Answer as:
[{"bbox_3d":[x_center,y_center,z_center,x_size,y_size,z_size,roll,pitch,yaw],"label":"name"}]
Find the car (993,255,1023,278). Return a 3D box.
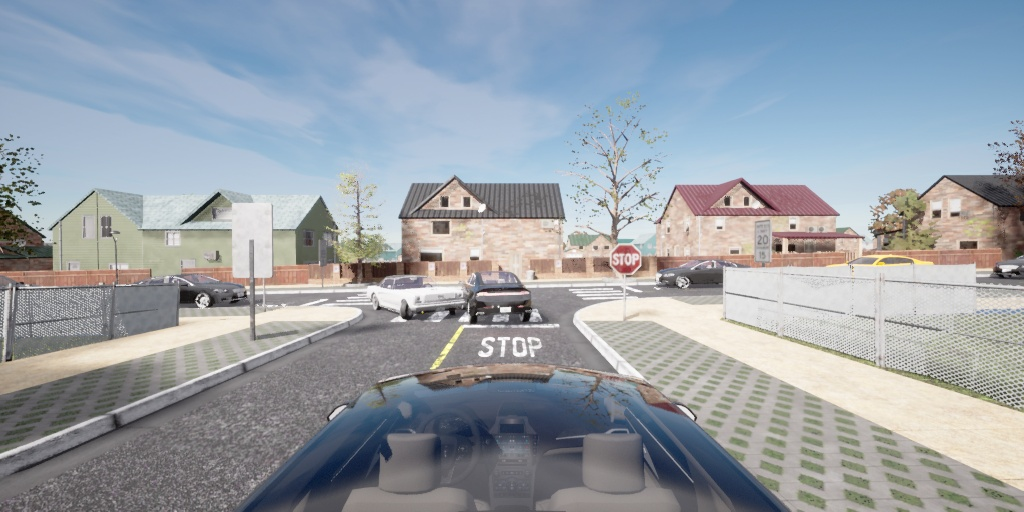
[{"bbox_3d":[29.396,0.478,19.525,4.902,1.511,2.128,-1,1,0],"label":"car"}]

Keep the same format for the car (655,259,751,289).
[{"bbox_3d":[10.341,0.925,19.462,4.902,1.511,2.128,-1,1,0],"label":"car"}]

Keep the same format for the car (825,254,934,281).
[{"bbox_3d":[19.772,0.690,19.493,5.008,1.535,1.882,-1,1,0],"label":"car"}]

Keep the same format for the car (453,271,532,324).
[{"bbox_3d":[-0.679,1.242,12.060,2.128,1.511,4.902,0,0,-12],"label":"car"}]

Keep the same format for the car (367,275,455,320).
[{"bbox_3d":[-3.596,1.367,12.921,1.895,1.301,4.718,0,0,-38],"label":"car"}]

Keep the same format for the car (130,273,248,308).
[{"bbox_3d":[-14.893,1.566,16.423,4.902,1.511,2.128,-1,1,0],"label":"car"}]

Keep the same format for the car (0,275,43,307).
[{"bbox_3d":[-24.231,1.647,16.388,4.553,1.767,2.097,-1,1,0],"label":"car"}]
